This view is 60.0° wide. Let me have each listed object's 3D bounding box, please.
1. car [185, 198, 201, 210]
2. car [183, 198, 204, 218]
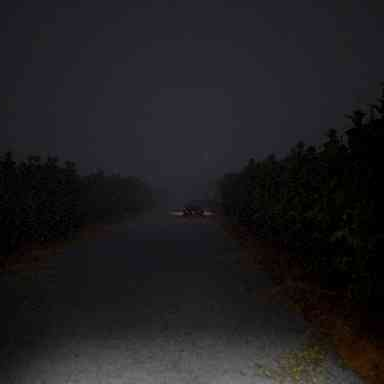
[{"bbox_3d":[0.137,1.526,42.968,1.882,1.535,5.008,0,-1,0],"label":"car"},{"bbox_3d":[0.128,1.517,30.234,1.812,1.442,4.674,0,1,0],"label":"car"}]
